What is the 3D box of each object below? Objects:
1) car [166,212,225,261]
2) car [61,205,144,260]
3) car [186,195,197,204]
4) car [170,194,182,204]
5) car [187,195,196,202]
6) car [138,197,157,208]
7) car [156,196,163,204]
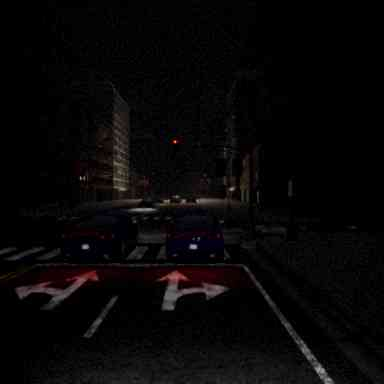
[{"bbox_3d":[0.205,1.494,12.504,1.882,1.535,5.008,0,0,4],"label":"car"},{"bbox_3d":[-3.205,1.493,12.497,1.882,1.535,5.008,0,0,0],"label":"car"},{"bbox_3d":[-0.144,1.424,65.993,2.097,1.767,4.553,0,0,0],"label":"car"},{"bbox_3d":[-3.394,1.673,66.046,1.895,1.301,4.718,0,0,0],"label":"car"},{"bbox_3d":[-0.167,1.430,76.026,1.882,1.535,5.008,0,0,0],"label":"car"},{"bbox_3d":[-6.689,1.657,48.799,1.895,1.301,4.718,0,0,0],"label":"car"},{"bbox_3d":[-6.655,1.594,64.791,1.812,1.442,4.674,0,0,0],"label":"car"}]
